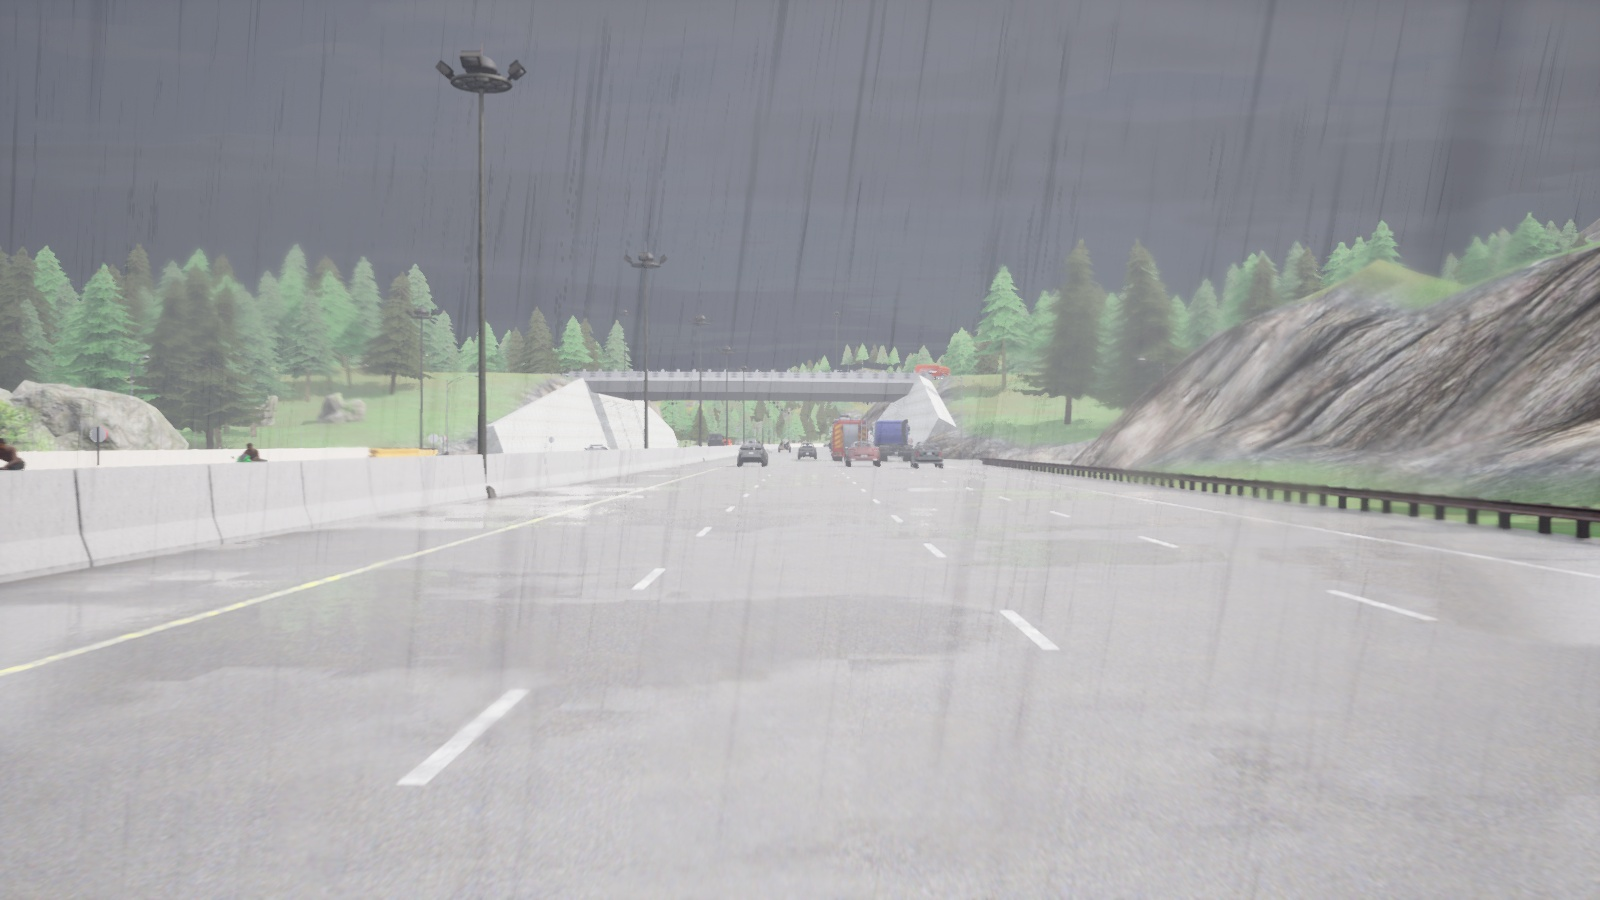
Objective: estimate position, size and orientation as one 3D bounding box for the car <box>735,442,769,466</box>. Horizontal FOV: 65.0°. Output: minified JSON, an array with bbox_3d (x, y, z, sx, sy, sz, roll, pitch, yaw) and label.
[{"bbox_3d":[-3.028,0.238,80.265,2.007,1.525,4.514,0,0,0],"label":"car"}]

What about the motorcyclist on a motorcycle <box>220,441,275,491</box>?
[{"bbox_3d":[-17.262,0.493,39.293,0.797,1.523,2.044,0,0,0],"label":"motorcyclist on a motorcycle"}]

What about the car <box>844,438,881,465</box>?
[{"bbox_3d":[3.972,0.075,80.348,2.152,1.651,5.027,0,0,0],"label":"car"}]

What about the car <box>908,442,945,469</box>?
[{"bbox_3d":[7.437,0.313,74.153,1.789,1.549,3.705,0,0,0],"label":"car"}]
